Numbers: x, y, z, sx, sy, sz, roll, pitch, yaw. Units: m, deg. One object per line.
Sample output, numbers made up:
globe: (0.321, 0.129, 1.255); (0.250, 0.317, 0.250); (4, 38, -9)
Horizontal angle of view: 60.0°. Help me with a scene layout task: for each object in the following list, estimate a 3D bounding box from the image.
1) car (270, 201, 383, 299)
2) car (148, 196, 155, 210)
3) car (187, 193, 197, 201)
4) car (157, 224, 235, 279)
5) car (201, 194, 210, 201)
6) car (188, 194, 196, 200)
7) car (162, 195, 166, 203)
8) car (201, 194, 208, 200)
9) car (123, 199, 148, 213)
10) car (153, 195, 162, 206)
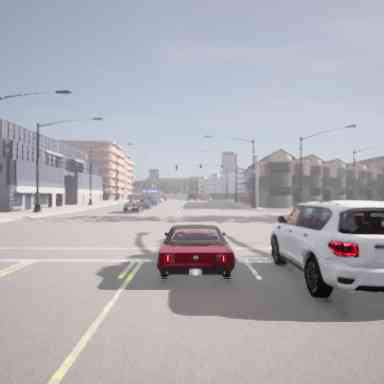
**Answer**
car: (3.619, 1.234, 8.594); (2.150, 2.045, 5.566); (0, 0, 1)
car: (-7.084, 1.799, 49.636); (1.812, 1.442, 4.674); (0, 0, 0)
car: (0.003, 1.162, 83.223); (2.150, 2.045, 5.566); (0, -1, 0)
car: (0.093, 1.620, 10.082); (1.895, 1.301, 4.718); (0, 0, 0)
car: (3.503, 1.298, 83.578); (2.097, 1.767, 4.553); (0, -1, 0)
car: (0.004, 1.441, 93.620); (2.128, 1.511, 4.902); (0, -2, 0)
car: (-6.997, 1.622, 69.051); (1.895, 1.301, 4.718); (0, 1, 0)
car: (3.504, 1.395, 93.621); (1.882, 1.535, 5.008); (0, -2, 0)
car: (-7.096, 1.736, 40.382); (2.128, 1.511, 4.902); (0, 0, 0)
car: (-7.041, 1.547, 58.894); (2.097, 1.767, 4.553); (0, 1, 1)
